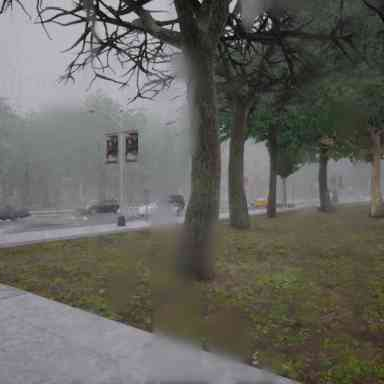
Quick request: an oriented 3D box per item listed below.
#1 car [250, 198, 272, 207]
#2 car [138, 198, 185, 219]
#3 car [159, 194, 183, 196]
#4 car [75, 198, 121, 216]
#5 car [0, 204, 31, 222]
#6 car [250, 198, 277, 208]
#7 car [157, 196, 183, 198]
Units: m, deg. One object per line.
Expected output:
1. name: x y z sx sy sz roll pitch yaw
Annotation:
1. car: 11.605 1.698 56.027 1.895 1.301 4.718 0 0 36
2. car: -2.888 1.573 30.148 1.812 1.442 4.674 0 0 36
3. car: -3.100 1.278 41.371 2.150 2.045 5.566 0 0 35
4. car: -9.217 1.391 32.812 2.097 1.767 4.553 0 0 36
5. car: -14.962 1.571 24.777 2.033 1.411 5.357 0 0 35
6. car: 11.062 1.567 49.710 1.882 1.535 5.008 0 0 36
7. car: -2.967 1.558 35.628 1.837 1.490 4.892 0 0 36
